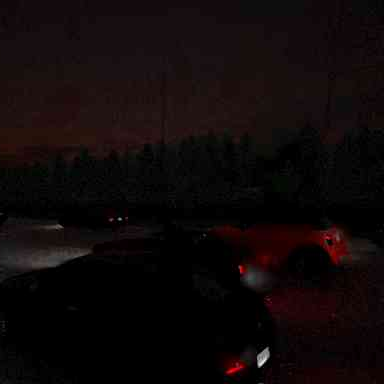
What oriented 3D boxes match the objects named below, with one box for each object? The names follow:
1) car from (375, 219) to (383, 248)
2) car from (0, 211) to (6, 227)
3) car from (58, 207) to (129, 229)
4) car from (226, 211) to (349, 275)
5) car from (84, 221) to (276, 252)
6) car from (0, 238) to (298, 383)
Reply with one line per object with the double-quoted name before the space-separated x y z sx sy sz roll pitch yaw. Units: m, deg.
"car" 8.957 1.211 10.501 5.566 2.045 2.150 0 0 36
"car" -14.971 1.714 23.273 4.902 1.511 2.128 -1 0 36
"car" -6.379 1.700 21.443 5.357 1.411 2.033 -1 0 36
"car" 2.489 1.388 10.816 4.553 1.767 2.097 -1 0 36
"car" -0.495 1.647 8.646 4.718 1.301 1.895 -1 0 35
"car" -1.130 1.557 4.801 4.674 1.442 1.812 -1 0 36
